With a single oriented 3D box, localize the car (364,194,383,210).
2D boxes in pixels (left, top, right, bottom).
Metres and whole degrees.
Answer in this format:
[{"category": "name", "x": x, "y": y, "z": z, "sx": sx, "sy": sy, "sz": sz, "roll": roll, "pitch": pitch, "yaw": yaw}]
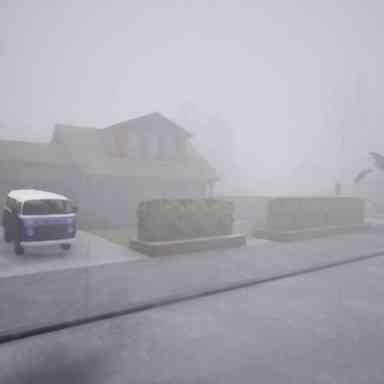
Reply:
[{"category": "car", "x": 23.293, "y": 1.184, "z": 41.089, "sx": 3.866, "sy": 1.878, "sz": 1.905, "roll": 0, "pitch": 0, "yaw": -1}]
